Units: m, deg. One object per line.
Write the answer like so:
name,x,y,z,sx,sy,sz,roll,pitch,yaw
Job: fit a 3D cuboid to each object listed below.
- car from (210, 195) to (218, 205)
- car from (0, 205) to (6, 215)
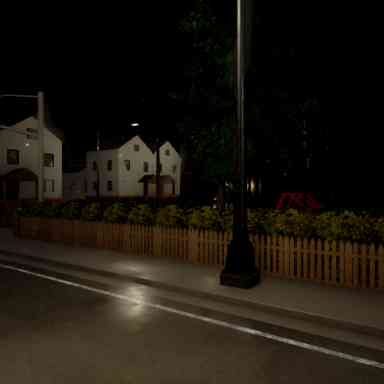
car,3.929,1.351,57.960,2.097,1.767,4.553,0,0,35
car,-17.733,1.492,26.812,2.128,1.511,4.902,0,0,35
